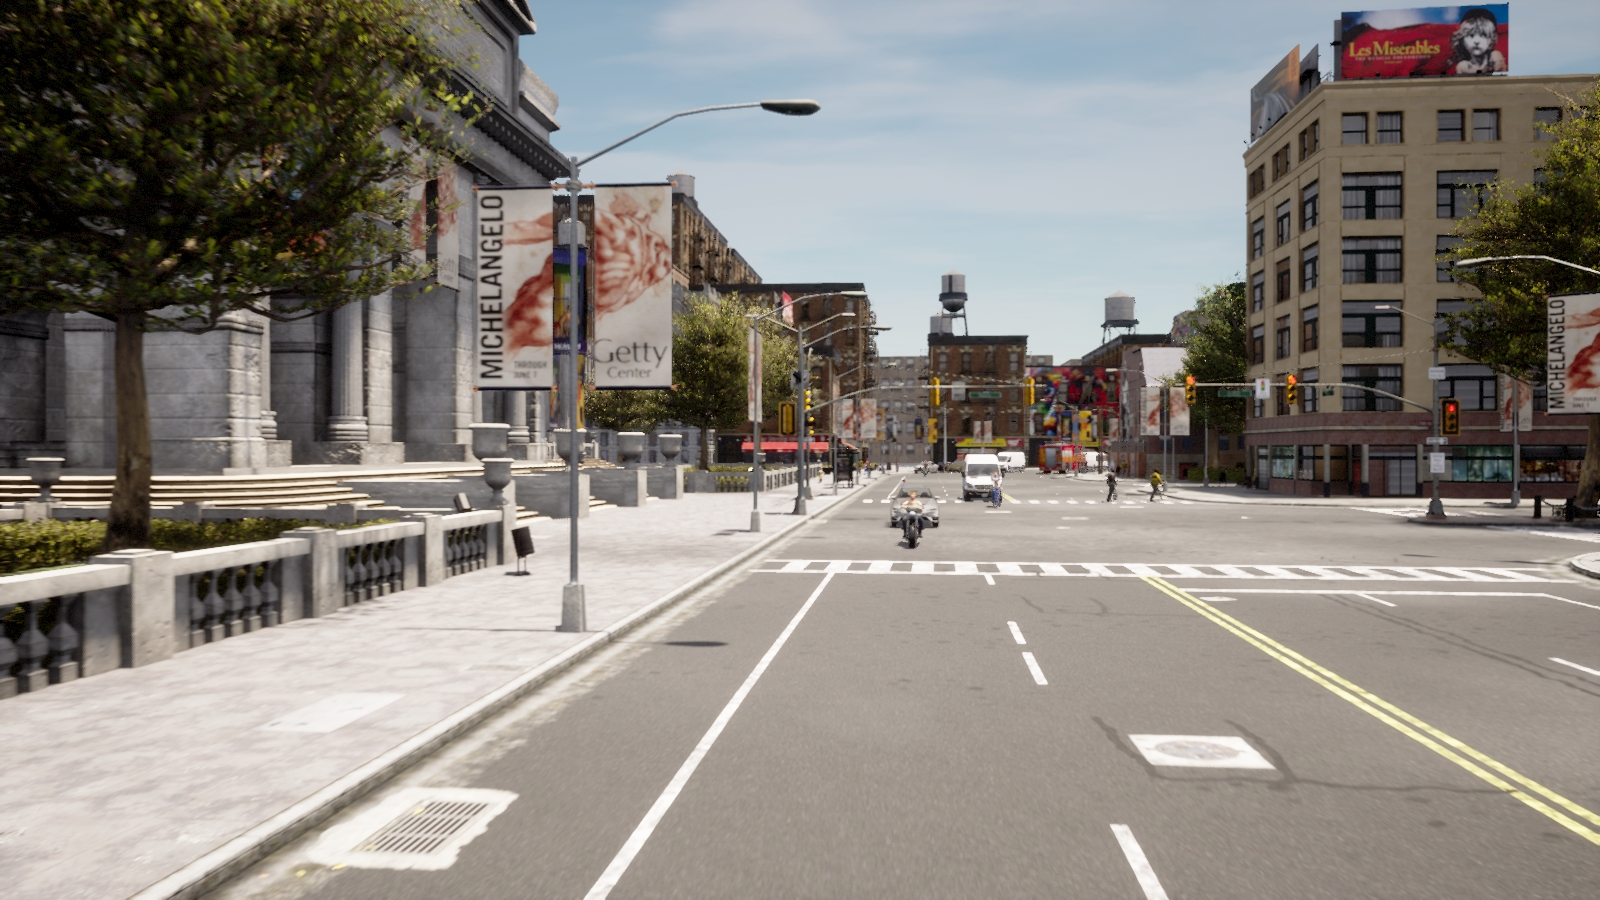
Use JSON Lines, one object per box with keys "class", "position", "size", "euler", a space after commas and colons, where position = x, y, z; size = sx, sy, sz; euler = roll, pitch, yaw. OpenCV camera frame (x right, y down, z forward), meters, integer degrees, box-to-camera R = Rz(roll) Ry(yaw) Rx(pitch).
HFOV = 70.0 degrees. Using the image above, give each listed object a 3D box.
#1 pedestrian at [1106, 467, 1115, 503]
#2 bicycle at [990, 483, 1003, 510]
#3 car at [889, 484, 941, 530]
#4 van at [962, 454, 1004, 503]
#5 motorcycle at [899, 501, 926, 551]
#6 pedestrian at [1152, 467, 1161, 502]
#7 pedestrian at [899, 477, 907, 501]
{"class": "pedestrian", "position": [16.456, 1.853, 60.607], "size": [0.375, 1.860, 0.375], "euler": [0, 0, -4]}
{"class": "bicycle", "position": [9.401, 2.208, 54.777], "size": [0.373, 1.196, 1.643], "euler": [0, 0, 2]}
{"class": "car", "position": [4.269, 2.067, 42.324], "size": [1.816, 1.474, 4.193], "euler": [0, 0, 6]}
{"class": "van", "position": [10.104, 1.537, 63.432], "size": [1.988, 2.561, 5.915], "euler": [0, 0, 6]}
{"class": "motorcycle", "position": [3.273, 2.171, 33.111], "size": [0.764, 1.277, 2.356], "euler": [0, 0, 6]}
{"class": "pedestrian", "position": [18.977, 1.853, 60.817], "size": [0.375, 1.860, 0.375], "euler": [0, 0, -7]}
{"class": "pedestrian", "position": [5.594, 2.131, 61.998], "size": [0.375, 1.300, 0.375], "euler": [0, 0, 15]}
